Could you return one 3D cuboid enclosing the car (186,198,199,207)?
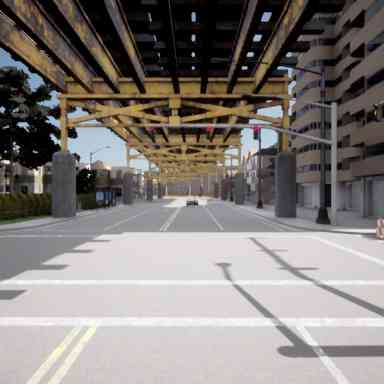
[{"bbox_3d":[0.053,1.599,52.214,1.895,1.301,4.718,0,0,0],"label":"car"}]
